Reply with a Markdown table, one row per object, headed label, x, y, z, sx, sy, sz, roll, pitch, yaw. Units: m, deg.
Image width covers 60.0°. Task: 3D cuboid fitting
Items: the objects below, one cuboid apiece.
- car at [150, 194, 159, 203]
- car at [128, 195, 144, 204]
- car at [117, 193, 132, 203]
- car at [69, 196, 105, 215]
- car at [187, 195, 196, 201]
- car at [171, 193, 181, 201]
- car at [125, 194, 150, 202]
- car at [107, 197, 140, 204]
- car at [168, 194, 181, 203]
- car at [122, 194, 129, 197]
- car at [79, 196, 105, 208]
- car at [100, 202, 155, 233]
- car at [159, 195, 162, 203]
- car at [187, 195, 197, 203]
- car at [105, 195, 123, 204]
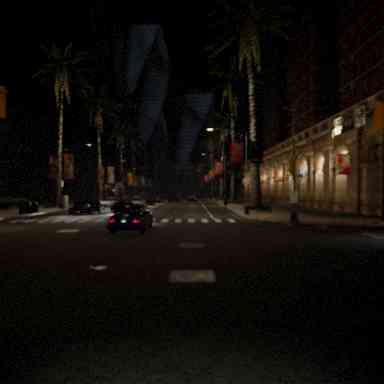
| label | x | y | z | sx | sy | sz | roll | pitch | yaw |
| --- | --- | --- | --- | --- | --- | --- | --- | --- | --- |
| car | -6.984 | 1.406 | 53.019 | 2.033 | 1.411 | 5.357 | 0 | 0 | 0 |
| car | -10.461 | 1.325 | 62.312 | 2.128 | 1.511 | 4.902 | 0 | 0 | 0 |
| car | -13.600 | 1.174 | 67.518 | 2.185 | 1.767 | 4.553 | 0 | 0 | -1 |
| car | -10.568 | 1.263 | 33.161 | 2.097 | 1.767 | 4.553 | 0 | 0 | 0 |
| car | -0.083 | 1.340 | 75.270 | 2.033 | 1.411 | 5.357 | 0 | 0 | -1 |
| car | -3.583 | 1.155 | 75.260 | 2.097 | 1.767 | 4.553 | 0 | 0 | -1 |
| car | -6.999 | 1.411 | 43.126 | 1.812 | 1.442 | 4.674 | 0 | 0 | 0 |
| car | -7.062 | 1.472 | 34.533 | 1.994 | 1.385 | 4.181 | 0 | 0 | 0 |
| car | -3.477 | 1.179 | 65.188 | 2.097 | 1.767 | 4.553 | 0 | 0 | -1 |
| car | -10.484 | 1.462 | 51.867 | 1.895 | 1.301 | 4.718 | 0 | 0 | 0 |
| car | -13.678 | 1.391 | 45.587 | 2.161 | 1.482 | 4.786 | 0 | 0 | -1 |
| car | -3.392 | 1.496 | 19.027 | 2.033 | 1.411 | 5.357 | 0 | 0 | 0 |
| car | -6.962 | 1.184 | 63.149 | 2.097 | 1.767 | 4.553 | 0 | 0 | 0 |
| car | 0.022 | 1.428 | 65.090 | 1.895 | 1.301 | 4.718 | 0 | 0 | -1 |
| car | -10.503 | 1.414 | 41.932 | 1.812 | 1.442 | 4.674 | 0 | 0 | 0 |
